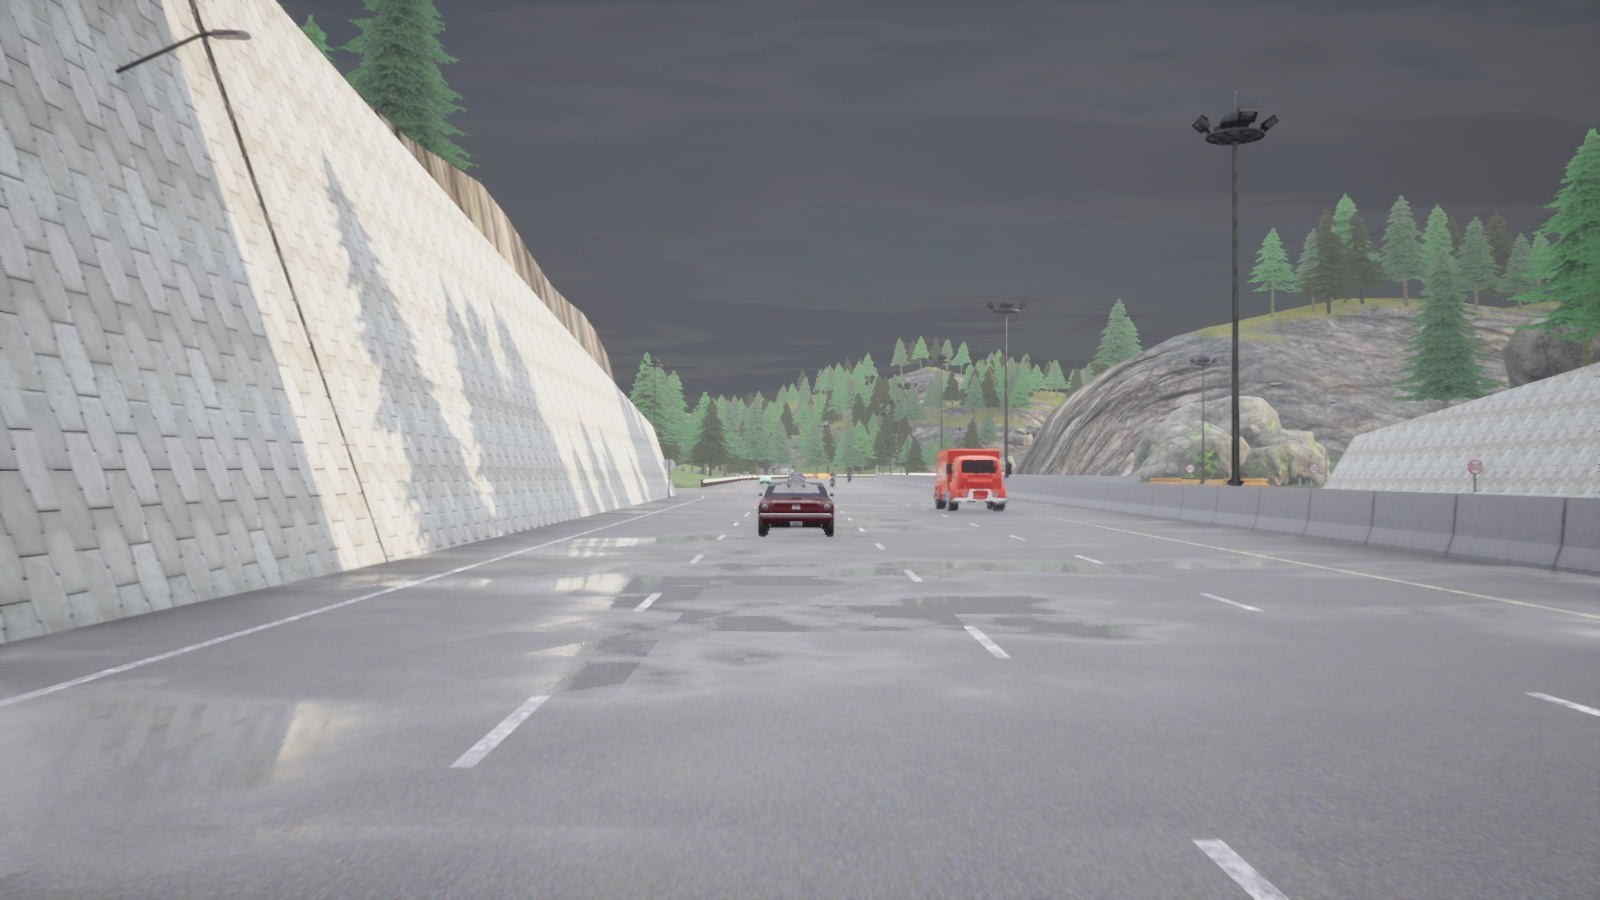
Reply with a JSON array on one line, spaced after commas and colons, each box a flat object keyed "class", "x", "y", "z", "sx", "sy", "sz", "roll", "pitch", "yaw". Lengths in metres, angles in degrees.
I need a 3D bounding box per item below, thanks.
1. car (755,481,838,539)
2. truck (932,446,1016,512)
[{"class": "car", "x": -0.086, "y": 1.437, "z": 31.181, "sx": 1.895, "sy": 1.301, "sz": 4.718, "roll": 0, "pitch": -1, "yaw": 0}, {"class": "truck", "x": 6.859, "y": 1.142, "z": 50.174, "sx": 2.627, "sy": 2.467, "sz": 5.204, "roll": 0, "pitch": -1, "yaw": 0}]
